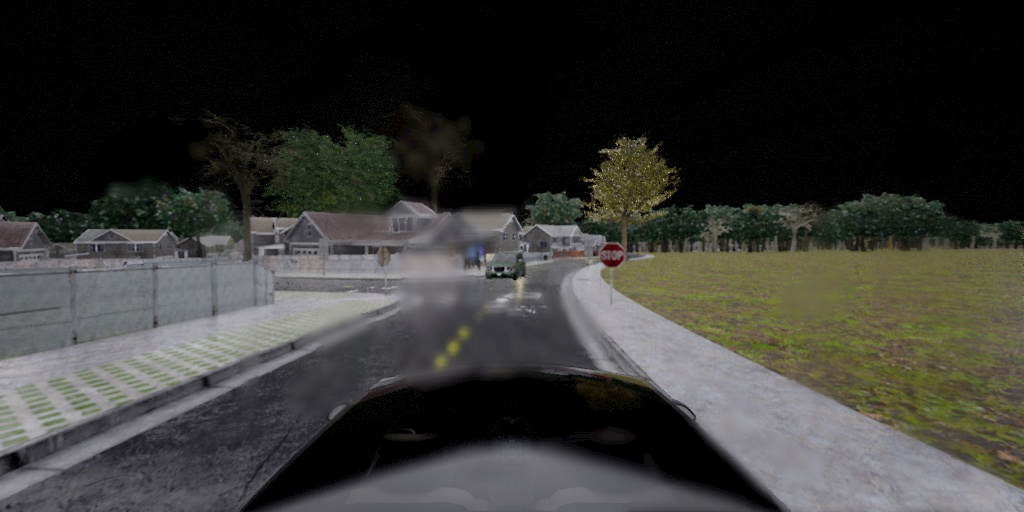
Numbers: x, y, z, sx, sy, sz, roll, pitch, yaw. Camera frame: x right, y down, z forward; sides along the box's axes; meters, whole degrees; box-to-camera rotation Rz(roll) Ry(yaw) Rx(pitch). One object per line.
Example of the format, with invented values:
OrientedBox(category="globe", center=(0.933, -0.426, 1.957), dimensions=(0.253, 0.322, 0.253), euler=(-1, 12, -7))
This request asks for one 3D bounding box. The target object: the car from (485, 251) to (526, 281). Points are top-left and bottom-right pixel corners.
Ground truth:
OrientedBox(category="car", center=(-0.337, 0.738, 26.239), dimensions=(2.150, 2.045, 5.566), euler=(1, 3, 11))

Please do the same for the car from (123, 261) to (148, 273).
OrientedBox(category="car", center=(-43.488, 1.265, 41.437), dimensions=(1.812, 1.442, 4.674), euler=(-3, 2, -45))
